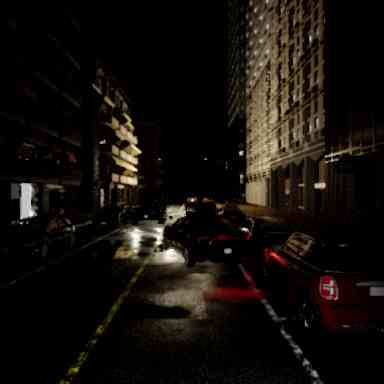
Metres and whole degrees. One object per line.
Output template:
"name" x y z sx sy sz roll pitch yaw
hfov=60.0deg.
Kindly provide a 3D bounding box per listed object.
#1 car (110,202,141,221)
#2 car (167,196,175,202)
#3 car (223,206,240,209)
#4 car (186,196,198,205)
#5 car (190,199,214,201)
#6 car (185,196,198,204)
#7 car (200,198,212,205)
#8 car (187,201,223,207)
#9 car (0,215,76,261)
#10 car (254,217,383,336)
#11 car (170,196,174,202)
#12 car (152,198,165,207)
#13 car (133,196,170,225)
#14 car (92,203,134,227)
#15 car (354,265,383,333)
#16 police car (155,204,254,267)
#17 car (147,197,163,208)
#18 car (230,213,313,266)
"car" -5.700 1.624 29.140 1.752 1.417 4.829 0 0 0
"car" -5.720 1.901 91.443 2.008 1.369 4.403 0 0 0
"car" 2.683 1.645 23.664 1.947 1.339 4.313 0 0 0
"car" -0.020 1.585 63.725 2.097 1.767 4.553 0 0 0
"car" 0.892 1.621 27.876 1.812 1.442 4.674 0 0 0
"car" -0.006 1.665 48.499 2.128 1.511 4.902 0 0 0
"car" 2.669 1.781 63.203 2.008 1.369 4.403 0 0 0
"car" 0.774 1.578 21.895 1.837 1.490 4.892 0 0 1
"car" -5.694 1.591 12.363 2.008 1.369 4.403 0 0 0
"car" 2.688 1.462 6.718 1.967 1.590 4.097 0 0 0
"car" -5.719 1.877 85.795 2.008 1.369 4.403 0 0 0
"car" -5.709 1.789 57.552 1.802 1.307 4.206 0 0 0
"car" -3.107 1.306 25.250 2.150 2.045 5.566 0 0 0
"car" -5.698 1.645 23.661 1.947 1.339 4.313 0 0 0
"car" 2.690 1.530 1.240 1.752 1.417 4.829 0 0 0
"police car" 0.244 1.464 11.864 1.930 1.638 5.238 0 0 -18
"car" -5.707 1.625 51.904 1.967 1.590 4.097 0 0 0
"car" 2.686 1.591 12.367 2.008 1.369 4.403 0 0 0
